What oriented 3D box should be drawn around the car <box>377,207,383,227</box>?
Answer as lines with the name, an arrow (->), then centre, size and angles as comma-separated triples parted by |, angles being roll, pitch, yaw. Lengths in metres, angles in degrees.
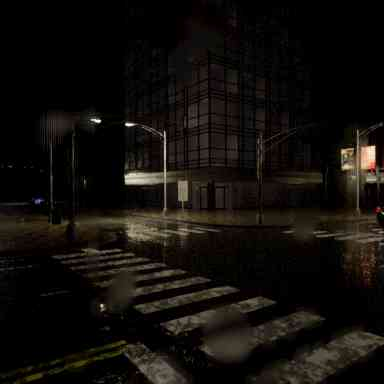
car -> 14.401, 1.228, 21.818 | 5.566, 2.045, 2.150 | 0, 0, -35

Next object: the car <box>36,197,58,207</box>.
car -> -23.003, 1.714, 53.211 | 1.895, 1.301, 4.718 | 0, 0, -35

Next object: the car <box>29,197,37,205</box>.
car -> -28.697, 1.691, 61.444 | 2.033, 1.411, 5.357 | 0, 0, -36
